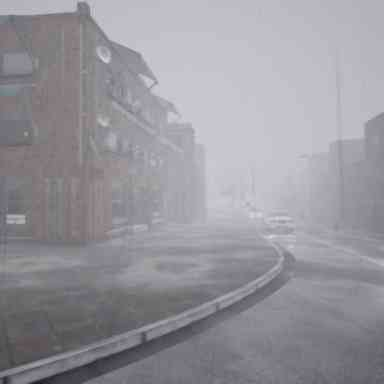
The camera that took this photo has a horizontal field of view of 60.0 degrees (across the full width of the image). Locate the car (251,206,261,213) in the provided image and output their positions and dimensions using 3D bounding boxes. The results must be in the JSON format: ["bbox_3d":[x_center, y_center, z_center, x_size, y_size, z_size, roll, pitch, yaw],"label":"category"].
[{"bbox_3d":[13.849,3.799,72.003,1.895,1.301,4.718,0,0,8],"label":"car"}]

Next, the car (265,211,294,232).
[{"bbox_3d":[8.324,2.820,32.024,2.150,2.045,5.566,-1,-5,8],"label":"car"}]
